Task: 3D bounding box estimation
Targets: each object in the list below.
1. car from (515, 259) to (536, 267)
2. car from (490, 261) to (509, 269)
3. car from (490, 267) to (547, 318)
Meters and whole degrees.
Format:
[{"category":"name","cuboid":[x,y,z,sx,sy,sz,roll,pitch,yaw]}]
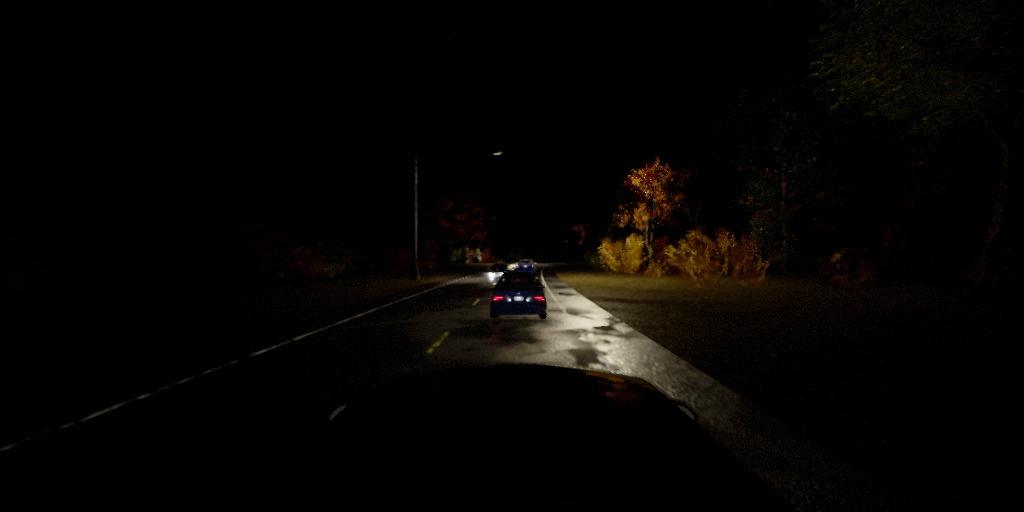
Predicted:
[{"category":"car","cuboid":[1.478,1.092,37.661,2.097,1.767,4.553,0,0,4]},{"category":"car","cuboid":[-1.552,1.335,45.327,1.895,1.301,4.718,0,0,5]},{"category":"car","cuboid":[0.257,1.297,13.017,2.033,1.411,5.357,0,0,1]}]
